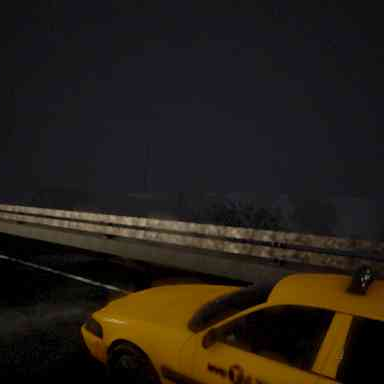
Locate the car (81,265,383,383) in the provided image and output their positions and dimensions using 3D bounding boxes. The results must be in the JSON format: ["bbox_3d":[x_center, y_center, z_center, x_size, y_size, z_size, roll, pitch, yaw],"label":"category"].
[{"bbox_3d":[1.187,1.438,3.023,5.366,1.575,1.801,2,1,36],"label":"car"}]
